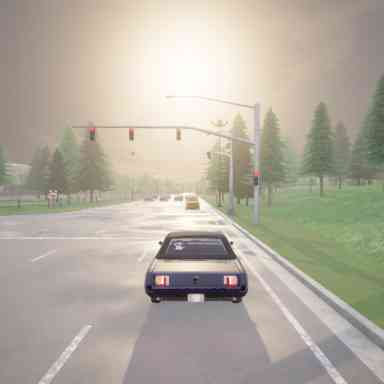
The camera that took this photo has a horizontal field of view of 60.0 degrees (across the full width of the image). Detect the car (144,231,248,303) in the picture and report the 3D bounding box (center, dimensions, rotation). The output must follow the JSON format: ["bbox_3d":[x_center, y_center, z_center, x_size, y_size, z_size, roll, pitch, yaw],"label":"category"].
[{"bbox_3d":[0.097,1.601,8.145,1.895,1.301,4.718,0,0,1],"label":"car"}]

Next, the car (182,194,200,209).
[{"bbox_3d":[-0.020,1.081,46.346,1.882,1.535,5.008,-3,17,-3],"label":"car"}]

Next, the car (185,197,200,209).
[{"bbox_3d":[0.065,1.576,49.813,2.033,1.411,5.357,-1,1,1],"label":"car"}]

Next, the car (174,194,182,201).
[{"bbox_3d":[-3.323,1.545,80.857,1.994,1.385,4.181,0,0,0],"label":"car"}]

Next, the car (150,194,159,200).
[{"bbox_3d":[-10.301,1.332,90.875,1.837,1.490,4.892,0,0,0],"label":"car"}]

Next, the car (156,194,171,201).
[{"bbox_3d":[-6.824,1.531,80.448,2.033,1.411,5.357,0,0,0],"label":"car"}]

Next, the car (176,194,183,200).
[{"bbox_3d":[-3.301,1.356,90.860,1.812,1.442,4.674,0,0,0],"label":"car"}]

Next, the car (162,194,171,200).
[{"bbox_3d":[-6.801,1.372,90.868,2.033,1.411,5.357,0,0,0],"label":"car"}]

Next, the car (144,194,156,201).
[{"bbox_3d":[-10.324,1.531,80.456,2.033,1.411,5.357,0,0,0],"label":"car"}]
